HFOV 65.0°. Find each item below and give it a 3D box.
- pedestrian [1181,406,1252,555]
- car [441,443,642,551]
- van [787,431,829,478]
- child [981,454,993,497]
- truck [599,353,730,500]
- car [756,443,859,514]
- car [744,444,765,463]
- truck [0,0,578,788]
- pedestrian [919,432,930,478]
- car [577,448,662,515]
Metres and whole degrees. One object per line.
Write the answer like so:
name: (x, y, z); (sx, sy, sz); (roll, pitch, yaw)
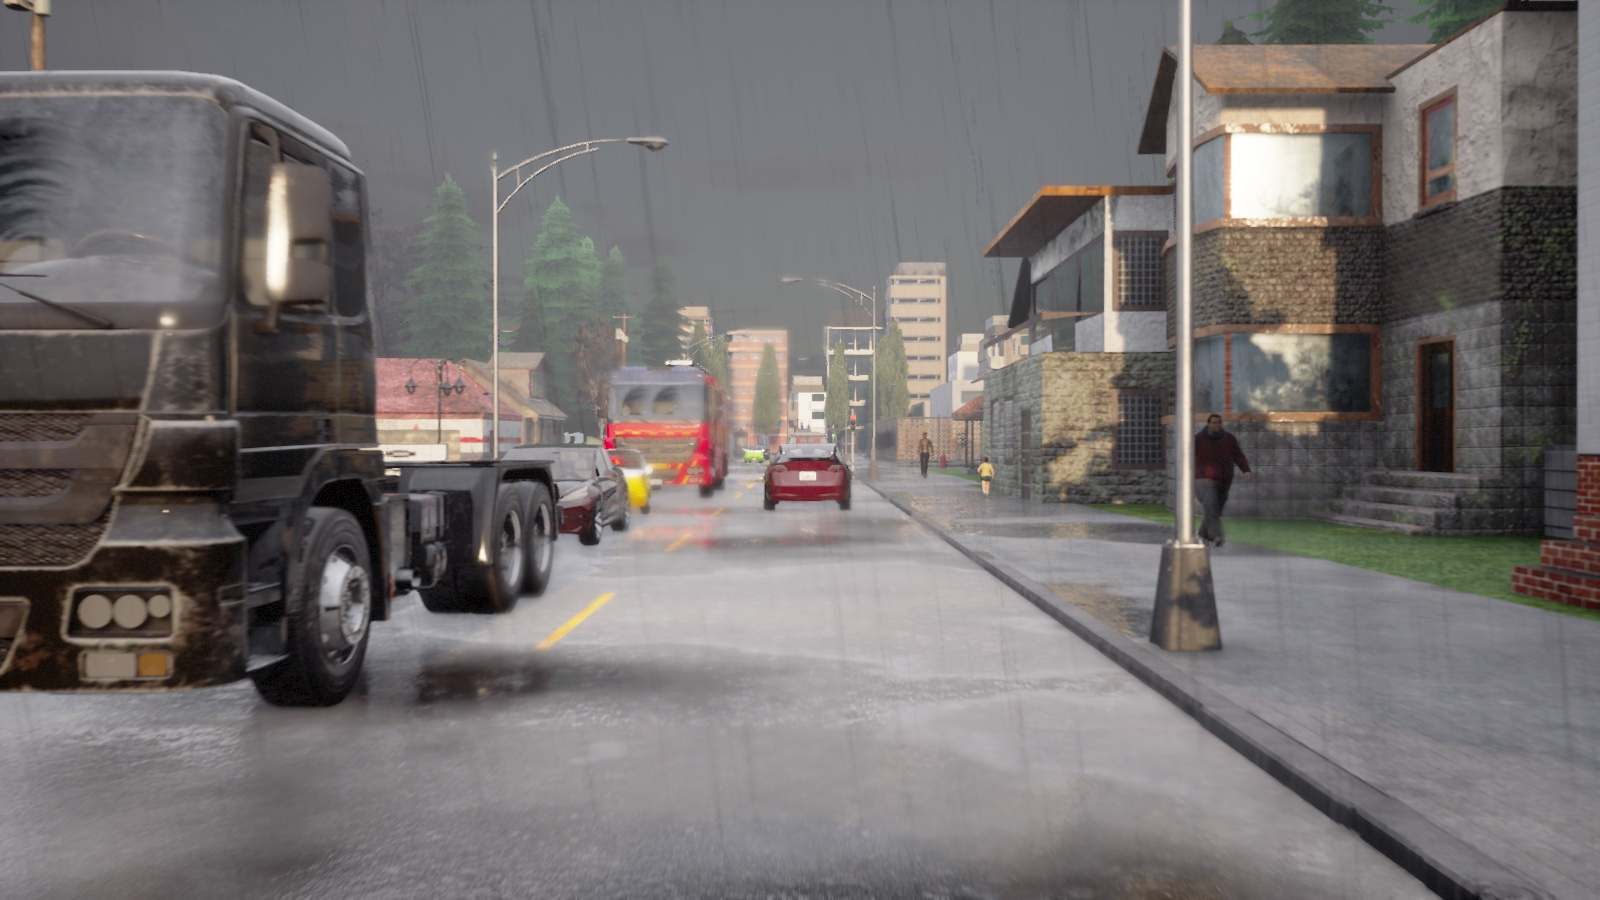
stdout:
pedestrian: (5.277, 0.370, 15.951); (0.634, 1.844, 0.899); (0, 0, 2)
car: (-3.872, 0.632, 19.754); (2.163, 1.488, 4.792); (0, 0, 0)
van: (0.349, 0.187, 55.373); (1.775, 1.987, 4.442); (0, 0, 0)
child: (4.816, 0.657, 32.394); (0.255, 1.110, 0.394); (0, 0, 2)
truck: (-3.767, -0.629, 37.007); (2.891, 3.827, 8.468); (0, 0, 0)
car: (0.183, 0.584, 28.860); (2.163, 1.488, 4.792); (0, 0, 0)
car: (-3.438, 0.264, 94.813); (1.481, 1.376, 2.207); (0, 0, 0)
truck: (-3.915, -0.292, 9.429); (2.891, 3.462, 7.936); (0, 0, 1)
pedestrian: (4.959, 0.179, 49.906); (0.328, 1.805, 0.869); (0, 0, 12)
car: (-3.826, 0.647, 26.854); (1.481, 1.376, 2.207); (0, 0, 0)
